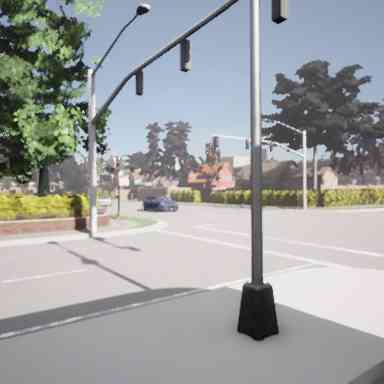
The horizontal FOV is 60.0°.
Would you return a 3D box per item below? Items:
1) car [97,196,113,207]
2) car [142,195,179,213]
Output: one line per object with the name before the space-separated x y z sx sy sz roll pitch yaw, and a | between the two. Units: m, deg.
car | -12.758 1.304 47.124 1.812 1.442 4.674 -1 1 -36
car | -3.287 1.128 34.131 2.097 1.767 4.553 -1 1 -36
